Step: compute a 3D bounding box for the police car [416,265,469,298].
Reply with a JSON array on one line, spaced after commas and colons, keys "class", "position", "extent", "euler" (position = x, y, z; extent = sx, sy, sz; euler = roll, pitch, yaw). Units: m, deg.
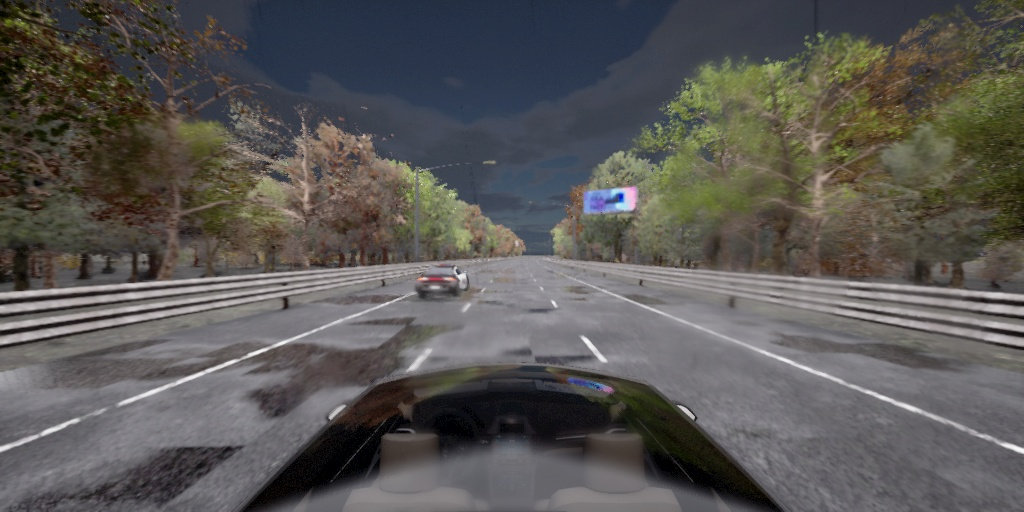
[{"class": "police car", "position": [-3.442, 1.260, 18.706], "extent": [2.038, 1.542, 4.974], "euler": [0, 0, 0]}]
